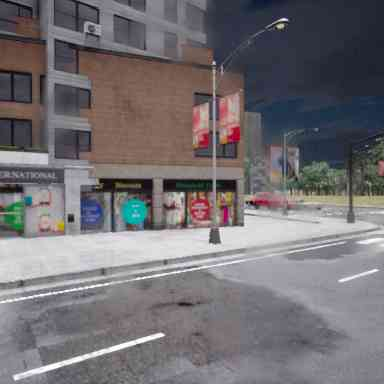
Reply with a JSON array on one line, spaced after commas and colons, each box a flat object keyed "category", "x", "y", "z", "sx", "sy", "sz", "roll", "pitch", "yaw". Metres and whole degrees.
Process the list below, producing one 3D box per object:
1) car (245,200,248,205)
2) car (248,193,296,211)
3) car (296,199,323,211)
[{"category": "car", "x": 9.586, "y": 1.470, "z": 47.548, "sx": 1.895, "sy": 1.301, "sz": 4.718, "roll": 0, "pitch": 0, "yaw": -22}, {"category": "car", "x": 9.383, "y": 1.120, "z": 39.463, "sx": 2.150, "sy": 2.045, "sz": 5.566, "roll": 0, "pitch": 0, "yaw": -22}, {"category": "car", "x": 13.075, "y": 1.490, "z": 39.076, "sx": 1.895, "sy": 1.301, "sz": 4.718, "roll": 0, "pitch": 0, "yaw": -23}]
